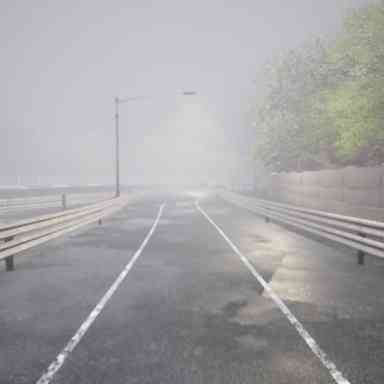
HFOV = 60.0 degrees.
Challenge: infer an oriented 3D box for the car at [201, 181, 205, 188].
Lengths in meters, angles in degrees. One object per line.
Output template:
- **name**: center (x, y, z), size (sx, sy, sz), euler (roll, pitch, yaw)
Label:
- **car**: center (4.200, -2.196, 93.147), size (2.150, 2.045, 5.566), euler (1, 3, 23)

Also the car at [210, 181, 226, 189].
- **car**: center (6.738, -1.593, 81.312), size (2.097, 1.767, 4.553), euler (1, 3, 23)

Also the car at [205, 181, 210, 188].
- **car**: center (5.855, -1.746, 88.136), size (1.882, 1.535, 5.008), euler (1, 3, 23)

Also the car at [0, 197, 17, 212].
- **car**: center (-16.445, 0.788, 26.593), size (2.097, 1.767, 4.553), euler (1, 3, 23)
